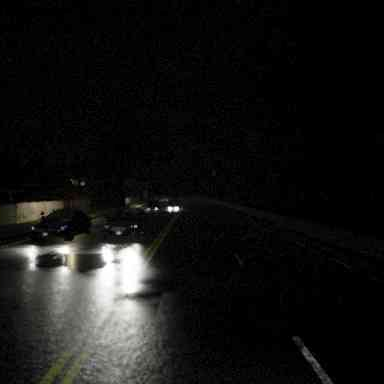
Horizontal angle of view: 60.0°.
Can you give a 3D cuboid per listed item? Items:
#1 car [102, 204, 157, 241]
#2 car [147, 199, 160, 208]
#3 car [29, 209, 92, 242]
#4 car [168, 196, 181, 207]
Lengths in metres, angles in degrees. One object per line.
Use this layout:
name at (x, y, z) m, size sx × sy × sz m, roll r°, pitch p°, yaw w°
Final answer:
car at (-3.354, 1.620, 17.679) m, size 2.128 × 1.511 × 4.902 m, roll 0°, pitch 0°, yaw 0°
car at (-6.555, 1.953, 57.710) m, size 2.033 × 1.411 × 5.357 m, roll 0°, pitch 0°, yaw 1°
car at (-6.605, 1.652, 17.300) m, size 1.812 × 1.442 × 4.674 m, roll 0°, pitch 0°, yaw 0°
car at (-3.307, 1.913, 59.906) m, size 2.128 × 1.511 × 4.902 m, roll 0°, pitch 0°, yaw 1°
